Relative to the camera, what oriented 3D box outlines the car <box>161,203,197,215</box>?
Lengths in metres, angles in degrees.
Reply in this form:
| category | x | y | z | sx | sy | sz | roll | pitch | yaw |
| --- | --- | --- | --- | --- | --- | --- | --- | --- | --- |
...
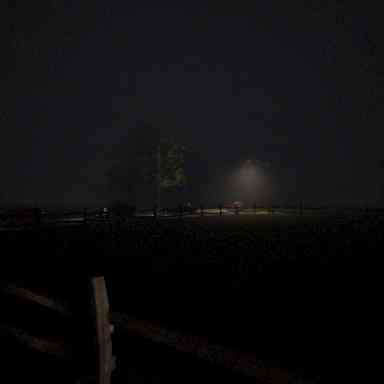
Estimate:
| category | x | y | z | sx | sy | sz | roll | pitch | yaw |
| --- | --- | --- | --- | --- | --- | --- | --- | --- | --- |
| car | -1.519 | 2.065 | 42.371 | 2.033 | 1.411 | 5.357 | 0 | -1 | 38 |

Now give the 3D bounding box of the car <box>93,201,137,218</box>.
| category | x | y | z | sx | sy | sz | roll | pitch | yaw |
| --- | --- | --- | --- | --- | --- | --- | --- | --- | --- |
| car | -7.852 | 1.719 | 34.216 | 2.097 | 1.767 | 4.553 | 0 | -1 | 38 |

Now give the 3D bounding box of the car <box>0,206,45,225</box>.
| category | x | y | z | sx | sy | sz | roll | pitch | yaw |
| --- | --- | --- | --- | --- | --- | --- | --- | --- | --- |
| car | -13.920 | 1.784 | 26.401 | 1.994 | 1.385 | 4.181 | 0 | -1 | 37 |

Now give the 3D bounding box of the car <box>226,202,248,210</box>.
| category | x | y | z | sx | sy | sz | roll | pitch | yaw |
| --- | --- | --- | --- | --- | --- | --- | --- | --- | --- |
| car | 7.261 | 2.285 | 53.559 | 1.994 | 1.385 | 4.181 | 0 | -1 | 38 |
